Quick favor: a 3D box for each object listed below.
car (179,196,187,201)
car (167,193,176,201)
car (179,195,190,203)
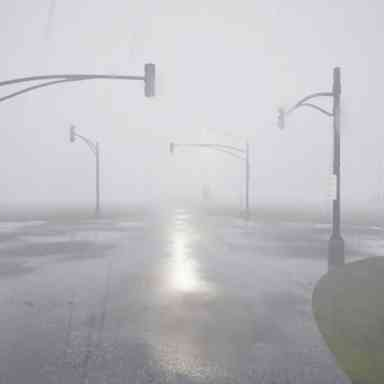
[{"bbox_3d":[-2.159,1.559,79.858,1.895,1.301,4.718,0,0,-4],"label":"car"},{"bbox_3d":[-4.548,1.013,73.879,2.097,1.767,4.553,0,0,-3],"label":"car"},{"bbox_3d":[-1.565,1.384,69.784,2.097,1.767,4.553,0,0,-3],"label":"car"}]
